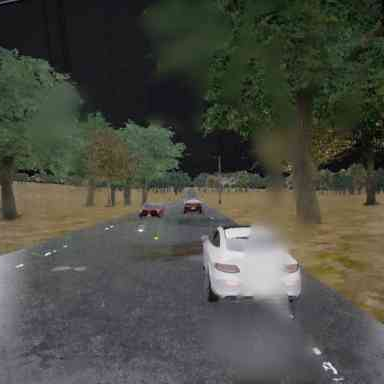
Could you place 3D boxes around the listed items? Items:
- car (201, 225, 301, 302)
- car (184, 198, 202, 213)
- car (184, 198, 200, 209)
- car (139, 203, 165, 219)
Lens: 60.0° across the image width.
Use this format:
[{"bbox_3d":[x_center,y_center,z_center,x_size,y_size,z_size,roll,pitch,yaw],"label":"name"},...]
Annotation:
[{"bbox_3d":[1.232,1.530,8.149,1.812,1.442,4.674,0,0,0],"label":"car"},{"bbox_3d":[0.114,1.507,36.750,1.882,1.535,5.008,0,0,0],"label":"car"},{"bbox_3d":[0.041,1.588,46.813,2.128,1.511,4.902,0,-1,0],"label":"car"},{"bbox_3d":[-3.475,1.622,29.242,1.895,1.301,4.718,0,0,0],"label":"car"}]
